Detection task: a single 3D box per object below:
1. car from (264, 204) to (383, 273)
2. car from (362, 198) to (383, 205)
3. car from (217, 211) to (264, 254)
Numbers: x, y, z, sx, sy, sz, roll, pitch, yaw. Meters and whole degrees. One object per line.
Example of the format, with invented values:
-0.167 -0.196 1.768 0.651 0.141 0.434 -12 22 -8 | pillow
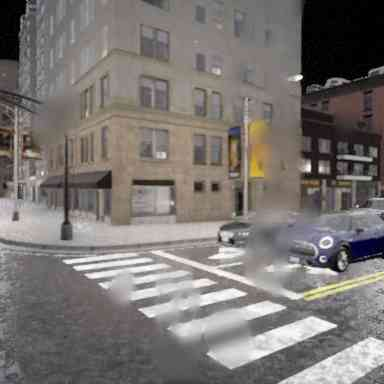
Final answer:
4.871 1.437 11.134 4.553 1.767 2.097 1 0 -35 | car
11.284 1.374 19.692 5.566 2.045 2.150 1 0 -36 | car
3.254 1.544 13.975 4.902 1.511 2.128 1 0 -35 | car
